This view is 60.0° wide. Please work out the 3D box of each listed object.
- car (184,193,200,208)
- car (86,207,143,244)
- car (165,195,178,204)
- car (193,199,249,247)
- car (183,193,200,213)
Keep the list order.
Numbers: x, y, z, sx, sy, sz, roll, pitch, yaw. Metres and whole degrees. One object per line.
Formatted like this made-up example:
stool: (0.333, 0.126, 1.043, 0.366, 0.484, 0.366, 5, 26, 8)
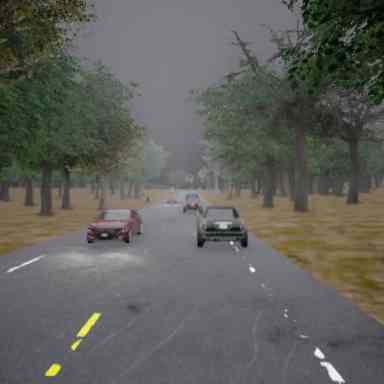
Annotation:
car: (0.023, 1.164, 49.248, 2.150, 2.045, 5.566, 0, 1, 0)
car: (-3.585, 1.497, 16.139, 1.882, 1.535, 5.008, 0, 0, 0)
car: (-3.489, 1.375, 58.115, 1.837, 1.490, 4.892, 0, 1, 1)
car: (1.238, 1.371, 15.271, 2.097, 1.767, 4.553, 0, 0, 0)
car: (0.082, 1.354, 37.823, 2.097, 1.767, 4.553, 0, 0, 1)
